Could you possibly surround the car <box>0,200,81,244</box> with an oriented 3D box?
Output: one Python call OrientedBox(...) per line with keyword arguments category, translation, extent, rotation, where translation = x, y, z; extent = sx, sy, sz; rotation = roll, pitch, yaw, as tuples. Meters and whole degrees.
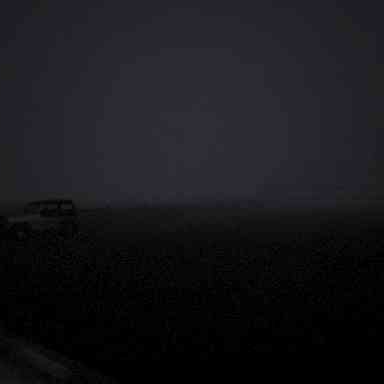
OrientedBox(category="car", translation=(-7.195, 1.311, 15.665), extent=(1.905, 1.878, 3.866), rotation=(0, 0, 35))
